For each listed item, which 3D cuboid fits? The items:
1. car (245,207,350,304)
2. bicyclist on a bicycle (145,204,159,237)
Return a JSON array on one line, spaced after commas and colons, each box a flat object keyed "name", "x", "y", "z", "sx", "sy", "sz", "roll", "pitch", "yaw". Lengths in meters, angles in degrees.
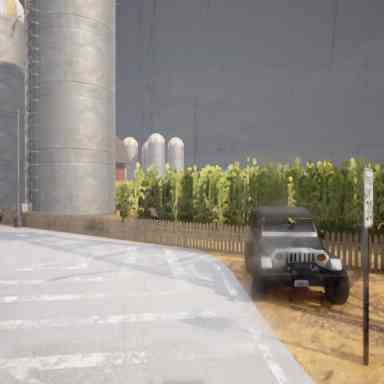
[{"name": "car", "x": 2.339, "y": 1.357, "z": 8.275, "sx": 1.905, "sy": 1.878, "sz": 3.866, "roll": 0, "pitch": 0, "yaw": 6}, {"name": "bicyclist on a bicycle", "x": -2.082, "y": 1.469, "z": 17.140, "sx": 0.582, "sy": 1.620, "sz": 1.656, "roll": 1, "pitch": -1, "yaw": -31}]
